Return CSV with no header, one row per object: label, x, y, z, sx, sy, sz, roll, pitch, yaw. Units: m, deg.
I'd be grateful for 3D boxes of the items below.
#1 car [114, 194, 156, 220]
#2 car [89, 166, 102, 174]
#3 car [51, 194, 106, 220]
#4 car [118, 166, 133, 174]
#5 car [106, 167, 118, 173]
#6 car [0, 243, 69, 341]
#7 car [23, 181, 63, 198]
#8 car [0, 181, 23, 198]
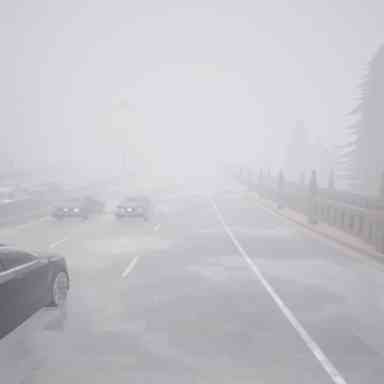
car,-3.437,0.841,20.784,2.033,1.411,5.357,0,4,0
car,-21.058,-4.830,72.487,1.812,1.442,4.674,0,6,0
car,-6.935,0.841,20.797,2.033,1.411,5.357,0,4,0
car,-14.058,-4.879,72.488,1.882,1.535,5.008,0,6,0
car,-17.559,-4.853,73.296,1.895,1.301,4.718,0,6,0
car,-3.433,1.473,4.912,2.128,1.511,4.902,0,1,0
car,-14.121,-0.289,32.365,1.812,1.442,4.674,0,6,0
car,-17.620,-0.288,32.370,1.812,1.442,4.674,0,6,0
